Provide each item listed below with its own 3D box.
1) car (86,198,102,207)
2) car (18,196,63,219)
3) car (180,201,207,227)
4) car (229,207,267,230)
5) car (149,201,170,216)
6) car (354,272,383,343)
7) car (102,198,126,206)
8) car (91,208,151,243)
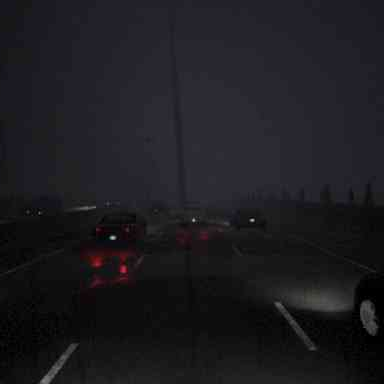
[{"bbox_3d":[-17.491,1.824,59.871,2.128,1.511,4.902,0,0,0],"label":"car"},{"bbox_3d":[-14.087,1.385,31.354,2.150,2.045,5.566,0,0,0],"label":"car"},{"bbox_3d":[0.101,1.644,24.016,1.812,1.442,4.674,0,0,0],"label":"car"},{"bbox_3d":[3.604,1.670,21.884,1.994,1.385,4.181,0,0,0],"label":"car"},{"bbox_3d":[-3.393,1.658,34.630,1.882,1.535,5.008,0,0,0],"label":"car"},{"bbox_3d":[3.600,1.521,3.594,1.837,1.490,4.892,0,0,0],"label":"car"},{"bbox_3d":[-10.543,1.602,46.604,2.097,1.767,4.553,0,0,0],"label":"car"},{"bbox_3d":[-3.397,1.679,16.507,1.895,1.301,4.718,0,0,0],"label":"car"}]
